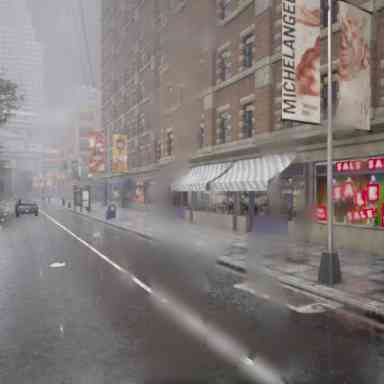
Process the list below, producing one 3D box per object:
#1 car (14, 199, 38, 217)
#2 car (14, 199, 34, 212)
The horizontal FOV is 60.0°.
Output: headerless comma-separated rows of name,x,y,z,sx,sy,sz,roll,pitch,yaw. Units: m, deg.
car,-15.665,1.491,31.516,2.128,1.511,4.902,0,0,-28
car,-20.250,1.547,40.113,2.033,1.411,5.357,0,0,-27
